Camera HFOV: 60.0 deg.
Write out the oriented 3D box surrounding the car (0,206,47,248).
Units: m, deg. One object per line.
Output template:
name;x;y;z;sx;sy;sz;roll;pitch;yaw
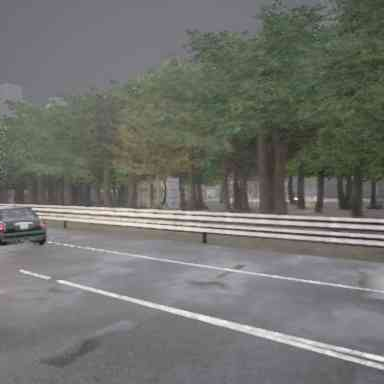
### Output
car;-8.178;1.356;14.014;4.553;1.767;2.097;0;0;35
